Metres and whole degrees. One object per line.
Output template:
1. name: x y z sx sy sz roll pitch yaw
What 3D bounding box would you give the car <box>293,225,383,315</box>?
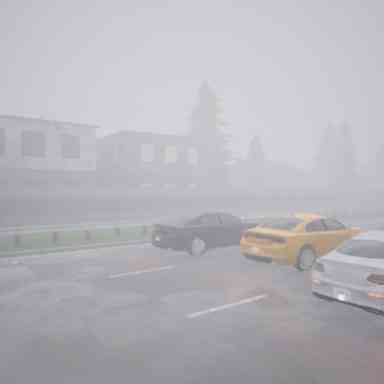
1. car: 4.386 1.500 6.913 4.674 1.442 1.812 0 0 -35

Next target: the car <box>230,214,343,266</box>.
1. car: 3.811 1.446 10.792 5.008 1.535 1.882 -1 0 -35

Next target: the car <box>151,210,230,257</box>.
1. car: 0.841 1.450 12.979 5.008 1.535 1.882 -1 0 -35
